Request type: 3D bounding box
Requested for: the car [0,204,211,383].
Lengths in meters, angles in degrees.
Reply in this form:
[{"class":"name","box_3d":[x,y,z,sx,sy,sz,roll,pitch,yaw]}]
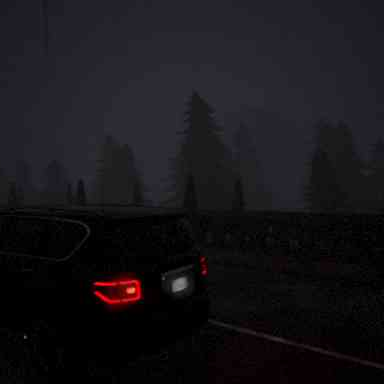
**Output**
[{"class":"car","box_3d":[-2.331,1.235,5.654,5.566,2.045,2.150,0,0,35]}]
